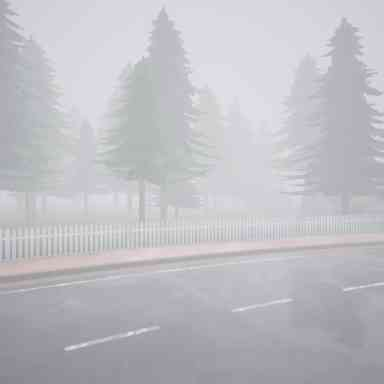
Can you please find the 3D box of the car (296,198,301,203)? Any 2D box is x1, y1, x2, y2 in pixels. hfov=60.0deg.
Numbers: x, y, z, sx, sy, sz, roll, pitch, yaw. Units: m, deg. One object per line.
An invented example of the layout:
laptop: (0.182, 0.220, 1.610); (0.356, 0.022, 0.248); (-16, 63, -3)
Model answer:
car: (20.775, 1.548, 62.013); (2.128, 1.511, 4.902); (0, 0, -3)
